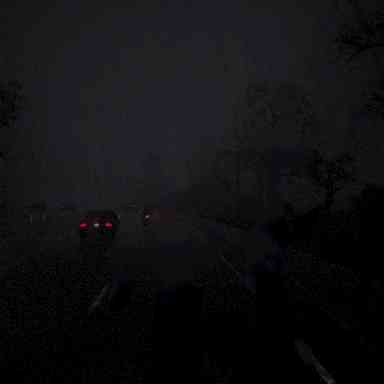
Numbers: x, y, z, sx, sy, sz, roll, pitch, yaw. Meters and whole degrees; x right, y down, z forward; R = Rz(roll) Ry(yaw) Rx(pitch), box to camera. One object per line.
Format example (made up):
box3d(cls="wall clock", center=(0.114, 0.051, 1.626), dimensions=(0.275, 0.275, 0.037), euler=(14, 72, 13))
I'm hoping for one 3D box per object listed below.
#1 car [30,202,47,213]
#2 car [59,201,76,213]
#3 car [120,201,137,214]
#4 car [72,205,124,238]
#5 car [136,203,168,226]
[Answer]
box3d(cls="car", center=(-19.734, 1.958, 42.892), dimensions=(1.895, 1.301, 4.718), euler=(0, -1, -23))
box3d(cls="car", center=(-16.182, 1.894, 43.416), dimensions=(1.812, 1.442, 4.674), euler=(0, -1, -23))
box3d(cls="car", center=(-7.768, 1.855, 41.608), dimensions=(2.128, 1.511, 4.902), euler=(0, -1, -21))
box3d(cls="car", center=(-5.174, 1.714, 18.949), dimensions=(2.033, 1.411, 5.357), euler=(0, -1, -10))
box3d(cls="car", center=(-3.001, 1.774, 25.818), dimensions=(2.033, 1.411, 5.357), euler=(0, -1, -12))
